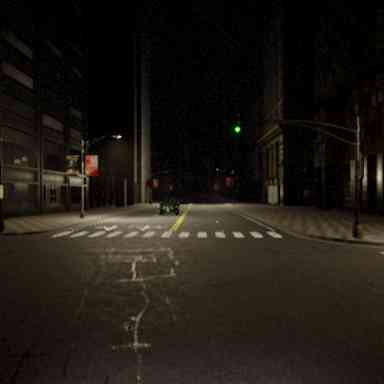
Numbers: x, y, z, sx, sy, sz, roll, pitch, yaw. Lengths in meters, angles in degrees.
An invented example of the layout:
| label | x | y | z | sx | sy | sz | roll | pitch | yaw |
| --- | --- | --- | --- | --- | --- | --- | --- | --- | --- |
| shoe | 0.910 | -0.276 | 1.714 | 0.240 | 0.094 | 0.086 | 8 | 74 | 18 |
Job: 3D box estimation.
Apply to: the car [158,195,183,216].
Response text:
| label | x | y | z | sx | sy | sz | roll | pitch | yaw |
| --- | --- | --- | --- | --- | --- | --- | --- | --- | --- |
| car | -2.571 | 1.664 | 38.697 | 2.150 | 2.045 | 5.566 | 0 | 0 | 1 |

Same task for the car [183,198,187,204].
| label | x | y | z | sx | sy | sz | roll | pitch | yaw |
| --- | --- | --- | --- | --- | --- | --- | --- | --- | --- |
| car | -2.030 | 2.029 | 70.873 | 1.882 | 1.535 | 5.008 | 0 | -1 | 1 |
